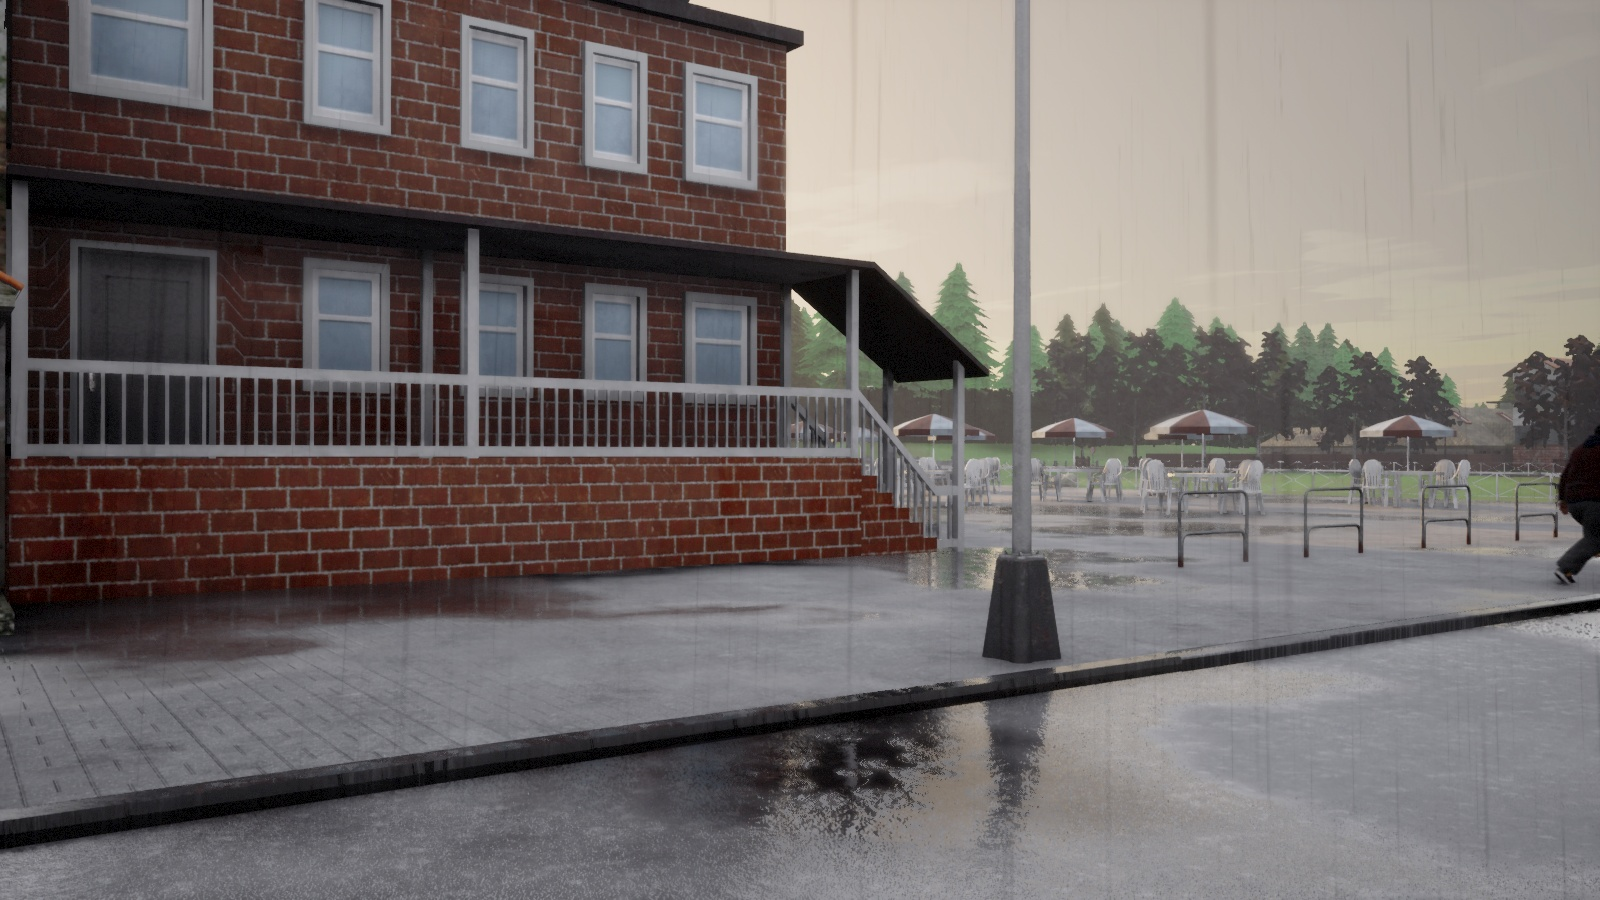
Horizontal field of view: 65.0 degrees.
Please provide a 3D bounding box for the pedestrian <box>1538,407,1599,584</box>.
[{"bbox_3d":[8.552,0.470,13.455,0.899,1.844,0.634,0,0,-7],"label":"pedestrian"}]
